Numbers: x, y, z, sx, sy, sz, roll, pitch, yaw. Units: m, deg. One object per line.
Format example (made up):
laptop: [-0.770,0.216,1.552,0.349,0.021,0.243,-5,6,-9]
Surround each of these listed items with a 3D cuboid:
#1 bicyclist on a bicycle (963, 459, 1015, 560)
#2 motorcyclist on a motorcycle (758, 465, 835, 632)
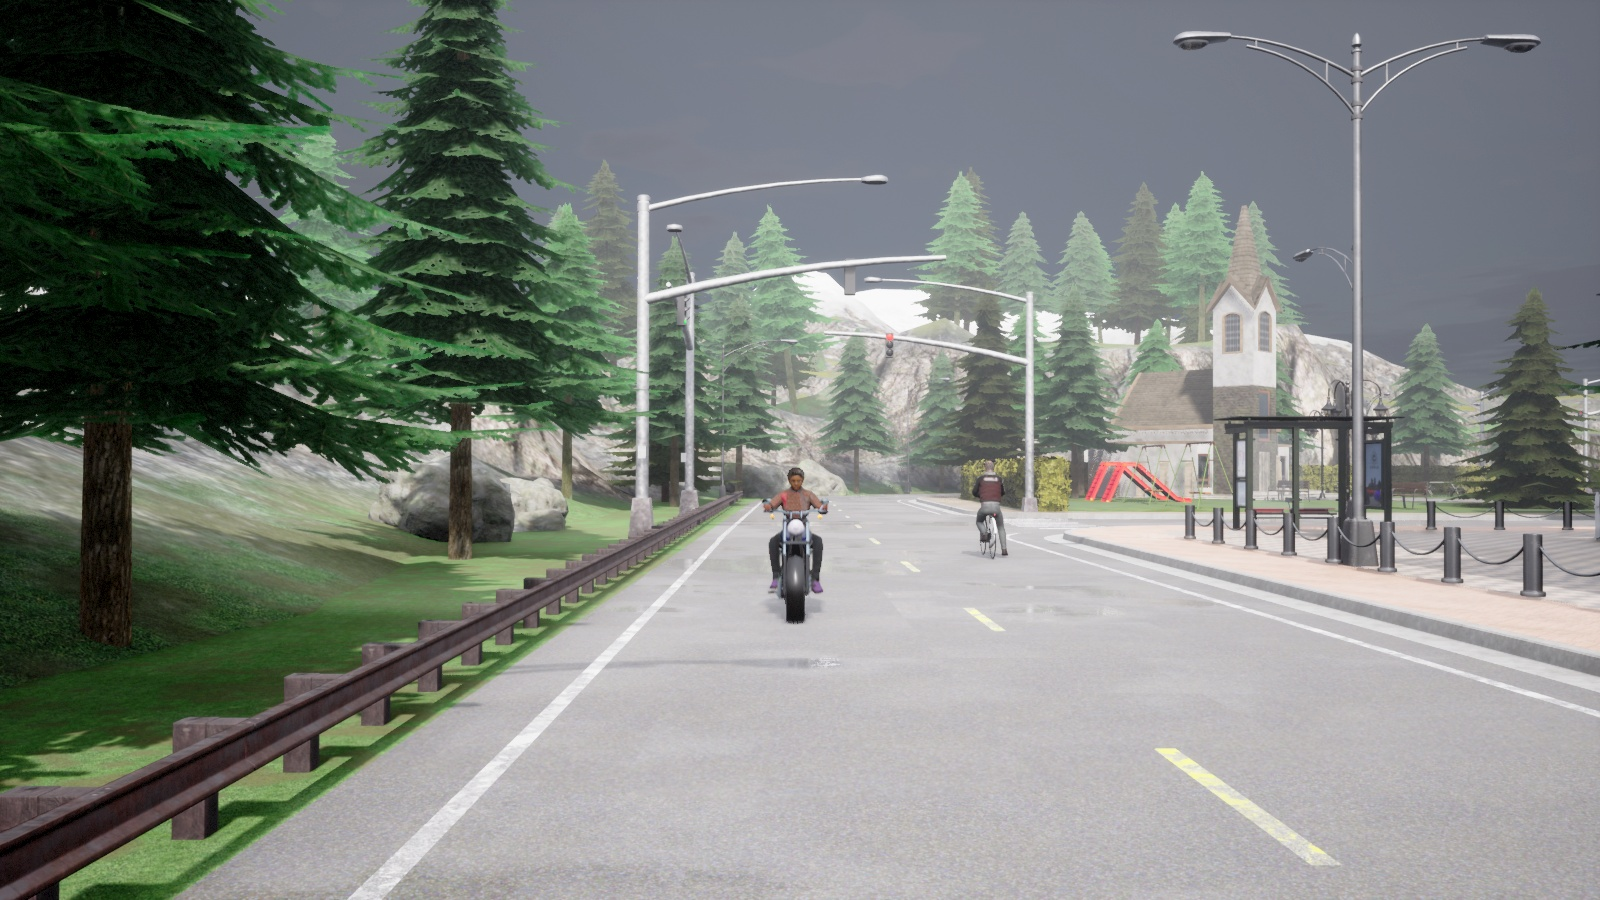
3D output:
bicyclist on a bicycle: [3.438,1.056,22.945,0.659,1.776,1.843,0,-1,0]
motorcyclist on a motorcycle: [-0.037,0.994,13.670,0.766,1.649,2.350,0,-1,0]
